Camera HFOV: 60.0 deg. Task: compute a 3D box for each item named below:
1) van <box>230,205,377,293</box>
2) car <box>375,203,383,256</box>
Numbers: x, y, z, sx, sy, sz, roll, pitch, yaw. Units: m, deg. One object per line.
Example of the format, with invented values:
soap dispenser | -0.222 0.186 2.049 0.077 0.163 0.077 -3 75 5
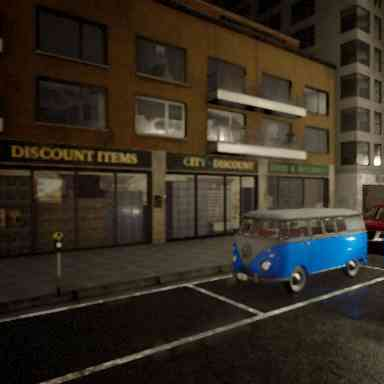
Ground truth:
van | 2.822 1.338 8.544 3.998 1.788 1.690 0 0 -35
car | 7.323 1.308 11.751 5.009 1.841 2.192 0 0 -35
